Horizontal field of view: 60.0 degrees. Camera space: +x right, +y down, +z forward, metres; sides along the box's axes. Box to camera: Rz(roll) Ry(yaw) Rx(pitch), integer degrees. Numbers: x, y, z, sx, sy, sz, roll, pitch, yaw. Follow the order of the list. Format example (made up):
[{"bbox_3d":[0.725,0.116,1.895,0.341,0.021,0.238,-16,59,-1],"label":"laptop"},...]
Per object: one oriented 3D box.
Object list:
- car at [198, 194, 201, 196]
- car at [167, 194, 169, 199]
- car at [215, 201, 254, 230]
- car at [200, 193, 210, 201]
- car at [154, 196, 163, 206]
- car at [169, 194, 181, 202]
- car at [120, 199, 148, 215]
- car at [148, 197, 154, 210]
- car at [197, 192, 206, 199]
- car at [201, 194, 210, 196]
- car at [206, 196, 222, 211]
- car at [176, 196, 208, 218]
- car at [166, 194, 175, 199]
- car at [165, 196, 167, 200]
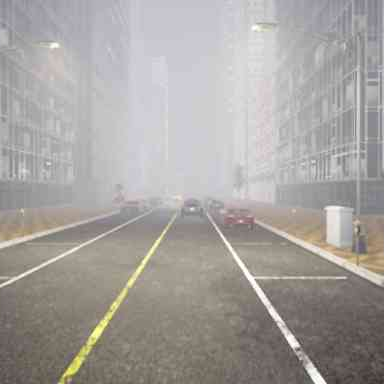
[{"bbox_3d":[0.001,1.348,53.520,1.994,1.385,4.181,0,0,0],"label":"car"},{"bbox_3d":[-5.691,1.157,83.004,1.752,1.417,4.829,0,0,0],"label":"car"},{"bbox_3d":[2.691,1.471,20.550,1.887,1.381,4.507,0,0,0],"label":"car"},{"bbox_3d":[2.690,1.131,71.780,1.967,1.590,4.097,0,0,0],"label":"car"},{"bbox_3d":[-5.690,1.347,49.019,1.887,1.381,4.507,0,0,0],"label":"car"},{"bbox_3d":[-3.007,1.190,67.028,1.882,1.535,5.008,0,0,0],"label":"car"},{"bbox_3d":[-5.689,1.423,31.941,1.887,1.381,4.507,0,0,0],"label":"car"},{"bbox_3d":[-5.690,1.436,37.635,1.802,1.307,4.206,0,0,0],"label":"car"},{"bbox_3d":[2.691,0.883,94.547,2.192,1.841,5.009,0,0,0],"label":"car"},{"bbox_3d":[2.691,1.368,49.011,1.947,1.339,4.313,0,0,0],"label":"car"},{"bbox_3d":[2.691,1.420,37.627,1.947,1.339,4.313,0,0,0],"label":"car"},{"bbox_3d":[0.039,1.398,28.771,2.163,1.488,4.792,0,0,1],"label":"car"},{"bbox_3d":[-5.691,1.150,88.868,2.008,1.369,4.403,0,0,0],"label":"car"},{"bbox_3d":[-5.690,1.342,54.712,1.947,1.339,4.313,0,0,0],"label":"car"}]
